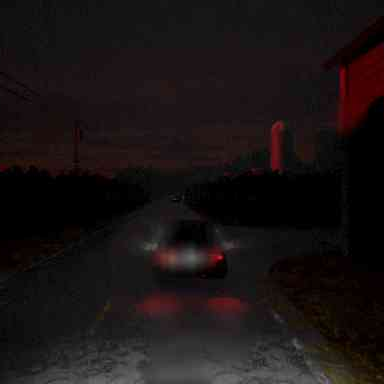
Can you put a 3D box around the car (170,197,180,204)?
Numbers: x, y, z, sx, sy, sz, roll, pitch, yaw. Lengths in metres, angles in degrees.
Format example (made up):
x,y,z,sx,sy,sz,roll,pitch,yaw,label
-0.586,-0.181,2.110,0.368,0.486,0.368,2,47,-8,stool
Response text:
x,y,z,sx,sy,sz,roll,pitch,yaw,label
-3.472,1.659,67.007,2.128,1.511,4.902,0,0,-4,car

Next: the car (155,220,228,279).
x,y,z,sx,sy,sz,roll,pitch,yaw,label
-0.062,1.573,10.124,2.033,1.411,5.357,0,0,-1,car
